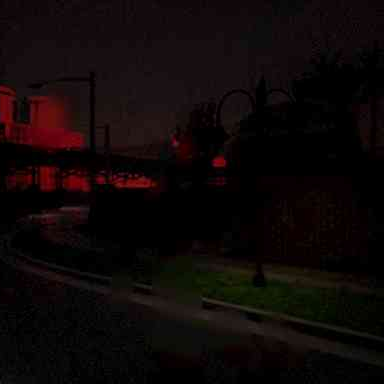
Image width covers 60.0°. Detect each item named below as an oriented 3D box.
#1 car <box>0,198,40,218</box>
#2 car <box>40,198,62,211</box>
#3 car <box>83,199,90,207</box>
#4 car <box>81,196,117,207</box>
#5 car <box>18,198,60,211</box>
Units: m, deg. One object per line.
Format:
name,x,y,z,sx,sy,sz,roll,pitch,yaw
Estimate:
car,-16.451,1.534,29.005,1.882,1.535,5.008,0,0,37
car,-17.771,1.525,39.203,1.837,1.490,4.892,0,0,37
car,-12.020,1.130,46.822,2.150,2.045,5.566,0,0,37
car,-13.973,1.395,50.020,2.128,1.511,4.902,0,1,37
car,-19.541,1.542,42.663,1.812,1.442,4.674,0,0,37
